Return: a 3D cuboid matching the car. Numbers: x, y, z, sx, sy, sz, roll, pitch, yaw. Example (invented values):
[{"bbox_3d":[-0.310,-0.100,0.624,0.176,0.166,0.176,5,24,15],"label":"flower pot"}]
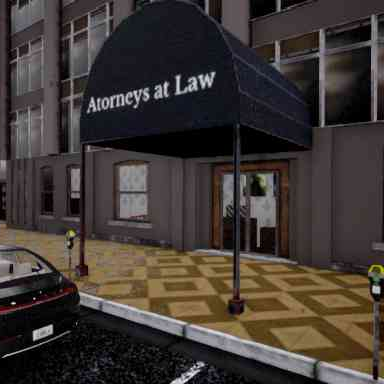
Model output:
[{"bbox_3d":[-3.666,1.550,5.498,4.403,1.369,2.008,0,0,36],"label":"car"}]
